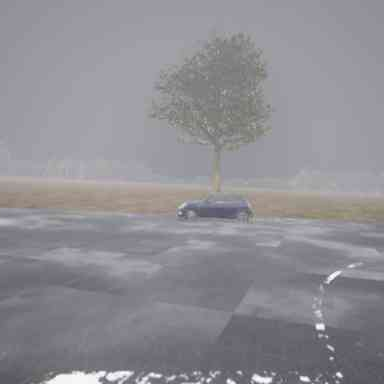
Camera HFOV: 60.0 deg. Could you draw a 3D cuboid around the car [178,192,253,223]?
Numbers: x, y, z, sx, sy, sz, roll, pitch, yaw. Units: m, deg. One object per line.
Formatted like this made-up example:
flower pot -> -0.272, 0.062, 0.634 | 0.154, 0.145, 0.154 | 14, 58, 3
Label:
car -> 1.413, 0.852, 20.555 | 4.553, 1.767, 2.097 | 2, 1, 1
